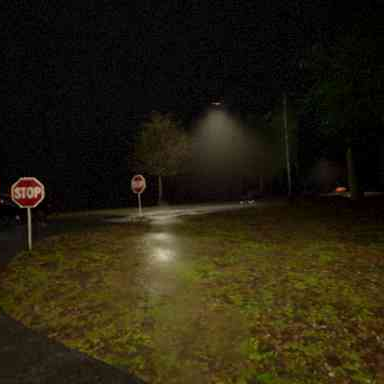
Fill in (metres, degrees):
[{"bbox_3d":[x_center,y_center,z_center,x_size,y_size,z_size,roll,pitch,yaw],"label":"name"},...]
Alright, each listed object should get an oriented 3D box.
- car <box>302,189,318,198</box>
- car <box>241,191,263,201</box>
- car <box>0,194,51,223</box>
[{"bbox_3d":[19.772,0.172,55.864,2.033,1.411,5.357,-4,-1,30],"label":"car"},{"bbox_3d":[9.569,0.651,52.942,1.882,1.535,5.008,-4,-1,35],"label":"car"},{"bbox_3d":[-12.048,1.141,21.653,2.150,2.045,5.566,-4,-1,35],"label":"car"}]
